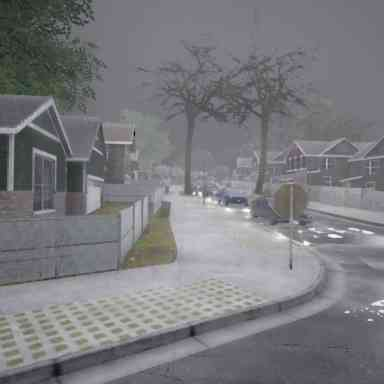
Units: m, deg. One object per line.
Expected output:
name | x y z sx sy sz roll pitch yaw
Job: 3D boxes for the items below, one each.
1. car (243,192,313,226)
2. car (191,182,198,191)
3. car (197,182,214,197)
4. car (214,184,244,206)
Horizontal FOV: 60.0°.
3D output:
car | 4.648 0.923 18.312 2.033 1.411 5.357 1 3 -6
car | 0.859 -0.871 54.636 2.128 1.511 4.902 1 2 -6
car | 2.334 -0.190 40.181 2.128 1.511 4.902 1 3 -6
car | 3.497 0.329 29.153 1.882 1.535 5.008 1 3 -6
